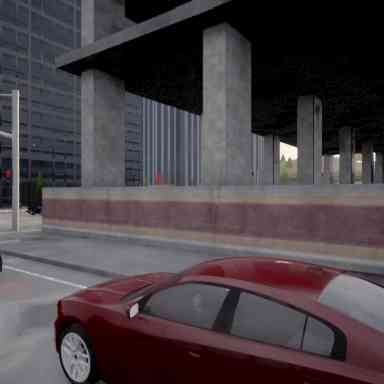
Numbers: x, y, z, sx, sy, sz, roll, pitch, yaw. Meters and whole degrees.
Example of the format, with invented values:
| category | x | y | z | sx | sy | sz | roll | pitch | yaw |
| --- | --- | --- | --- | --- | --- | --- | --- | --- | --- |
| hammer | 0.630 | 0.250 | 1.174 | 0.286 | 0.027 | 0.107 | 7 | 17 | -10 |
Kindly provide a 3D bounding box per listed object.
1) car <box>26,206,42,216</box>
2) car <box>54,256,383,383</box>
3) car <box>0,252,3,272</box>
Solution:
| category | x | y | z | sx | sy | sz | roll | pitch | yaw |
| --- | --- | --- | --- | --- | --- | --- | --- | --- | --- |
| car | -14.043 | 1.656 | 33.485 | 1.895 | 1.301 | 4.718 | 0 | 0 | 36 |
| car | 0.502 | 1.478 | 3.632 | 5.008 | 1.535 | 1.882 | 0 | 0 | 35 |
| car | -6.845 | 1.564 | 8.819 | 4.181 | 1.385 | 1.994 | 0 | 0 | 36 |
